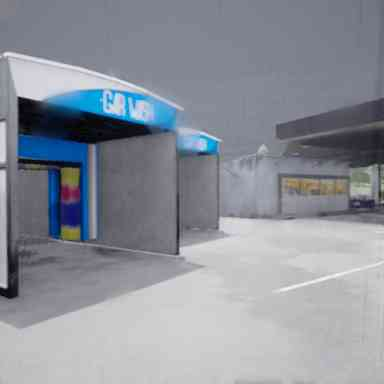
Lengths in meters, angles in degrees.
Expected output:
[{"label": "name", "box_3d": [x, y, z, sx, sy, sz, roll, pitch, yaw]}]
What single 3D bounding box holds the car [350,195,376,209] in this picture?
[{"label": "car", "box_3d": [19.648, 1.212, 39.172, 4.611, 1.667, 2.242, -1, 0, -36]}]
